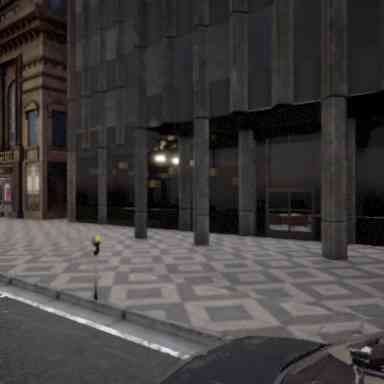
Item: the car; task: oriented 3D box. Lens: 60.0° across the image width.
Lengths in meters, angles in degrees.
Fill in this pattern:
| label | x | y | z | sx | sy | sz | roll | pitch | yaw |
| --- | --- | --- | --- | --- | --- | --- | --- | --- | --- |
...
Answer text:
| label | x | y | z | sx | sy | sz | roll | pitch | yaw |
| --- | --- | --- | --- | --- | --- | --- | --- | --- | --- |
| car | 1.623 | 1.549 | 1.803 | 4.403 | 1.369 | 2.008 | 0 | 0 | 35 |
